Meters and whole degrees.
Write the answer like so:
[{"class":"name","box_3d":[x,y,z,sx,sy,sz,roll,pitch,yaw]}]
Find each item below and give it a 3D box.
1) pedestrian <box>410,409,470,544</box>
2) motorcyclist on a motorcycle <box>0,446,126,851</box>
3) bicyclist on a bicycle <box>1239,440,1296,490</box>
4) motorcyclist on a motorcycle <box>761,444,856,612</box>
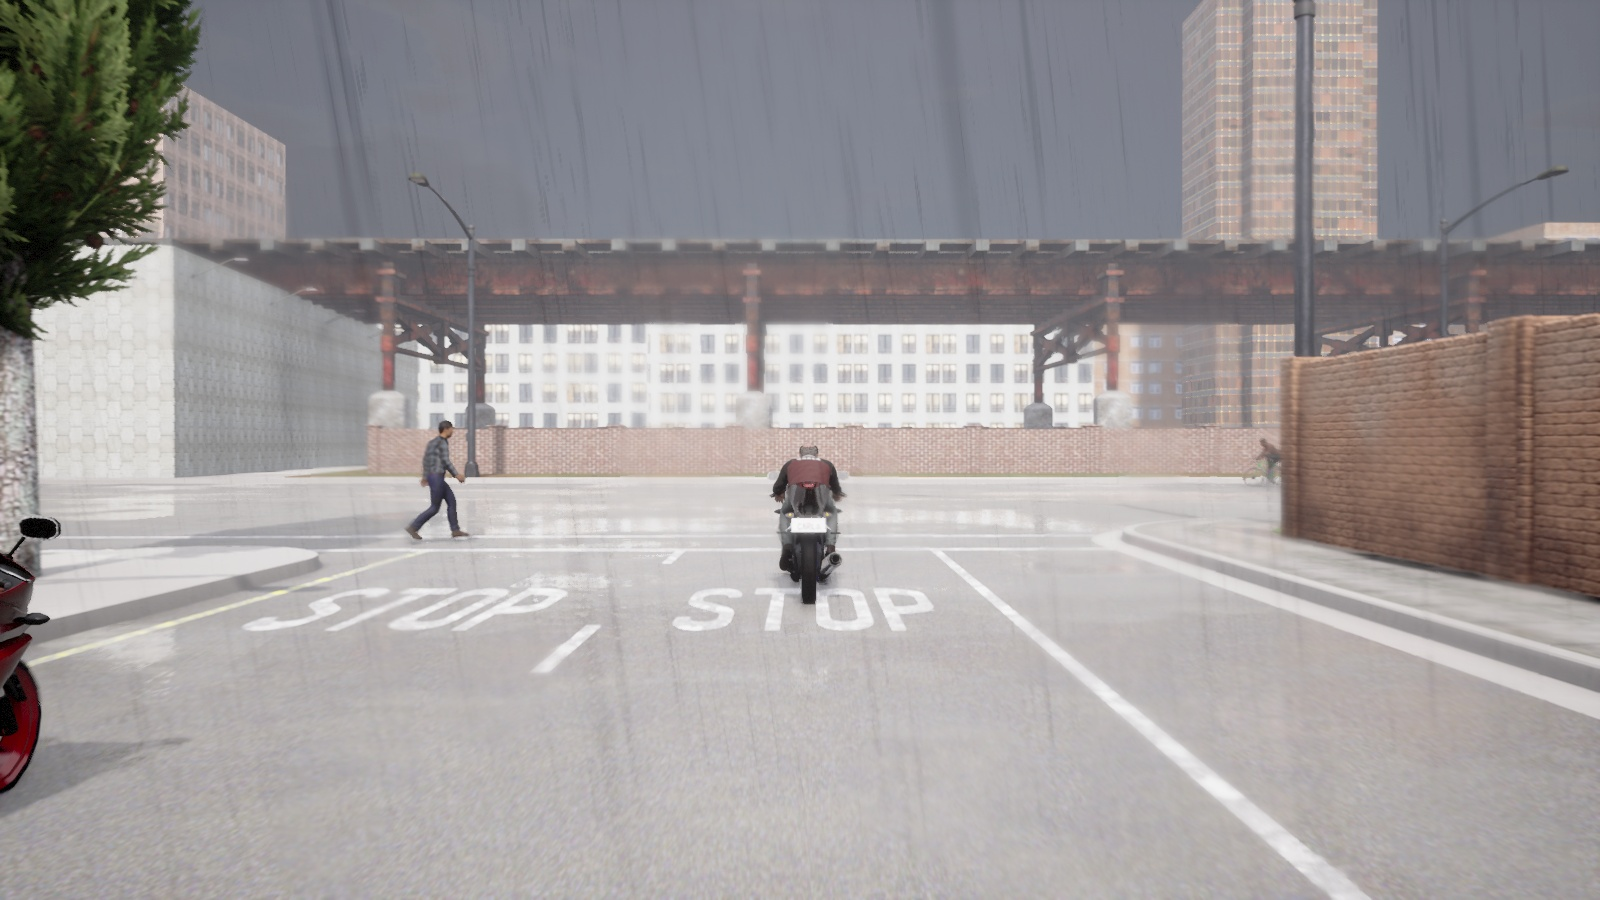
[{"class":"pedestrian","box_3d":[-5.316,0.383,18.555,0.788,1.949,0.423,0,0,-25]},{"class":"motorcyclist on a motorcycle","box_3d":[-3.459,0.753,4.528,0.866,1.530,2.191,0,0,0]},{"class":"bicyclist on a bicycle","box_3d":[15.395,0.478,41.378,1.656,1.620,0.582,0,0,1]},{"class":"motorcyclist on a motorcycle","box_3d":[0.087,0.711,12.595,0.866,1.530,2.191,0,0,0]}]
